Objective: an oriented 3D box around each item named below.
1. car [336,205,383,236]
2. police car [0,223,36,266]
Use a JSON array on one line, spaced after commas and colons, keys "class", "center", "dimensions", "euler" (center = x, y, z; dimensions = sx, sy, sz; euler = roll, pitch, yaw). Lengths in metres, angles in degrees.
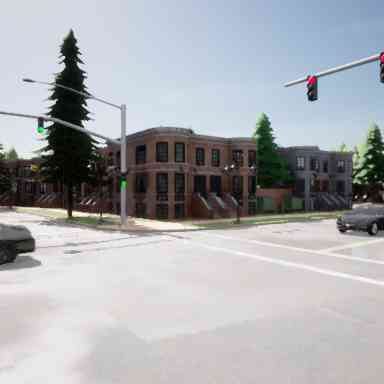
[{"class": "car", "center": [10.052, 1.504, 18.728], "dimensions": [4.892, 1.490, 1.837], "euler": [0, 0, -37]}, {"class": "police car", "center": [-7.492, 1.508, 9.958], "dimensions": [4.974, 1.542, 2.038], "euler": [0, 0, -37]}]
